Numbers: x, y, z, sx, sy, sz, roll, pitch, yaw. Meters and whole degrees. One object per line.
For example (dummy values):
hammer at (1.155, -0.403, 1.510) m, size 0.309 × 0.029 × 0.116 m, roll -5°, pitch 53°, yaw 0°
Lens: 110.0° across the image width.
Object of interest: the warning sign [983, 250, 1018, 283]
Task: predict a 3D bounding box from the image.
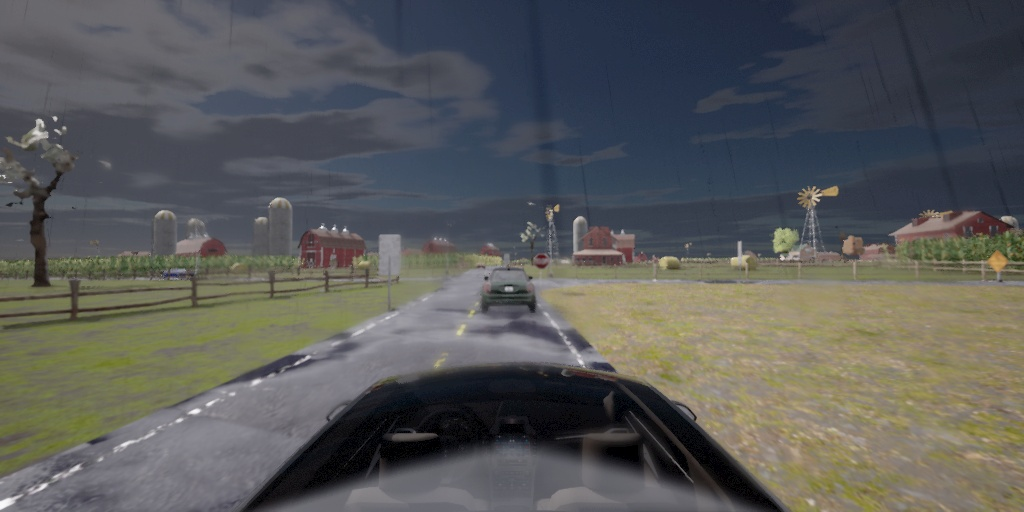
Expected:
warning sign at (27.771, 0.598, 20.435) m, size 1.060 × 1.860 × 1.300 m, roll 0°, pitch 0°, yaw 20°

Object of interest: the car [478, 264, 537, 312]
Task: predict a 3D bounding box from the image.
car at (-0.153, 1.255, 15.295) m, size 2.097 × 1.767 × 4.553 m, roll 0°, pitch -1°, yaw -1°
